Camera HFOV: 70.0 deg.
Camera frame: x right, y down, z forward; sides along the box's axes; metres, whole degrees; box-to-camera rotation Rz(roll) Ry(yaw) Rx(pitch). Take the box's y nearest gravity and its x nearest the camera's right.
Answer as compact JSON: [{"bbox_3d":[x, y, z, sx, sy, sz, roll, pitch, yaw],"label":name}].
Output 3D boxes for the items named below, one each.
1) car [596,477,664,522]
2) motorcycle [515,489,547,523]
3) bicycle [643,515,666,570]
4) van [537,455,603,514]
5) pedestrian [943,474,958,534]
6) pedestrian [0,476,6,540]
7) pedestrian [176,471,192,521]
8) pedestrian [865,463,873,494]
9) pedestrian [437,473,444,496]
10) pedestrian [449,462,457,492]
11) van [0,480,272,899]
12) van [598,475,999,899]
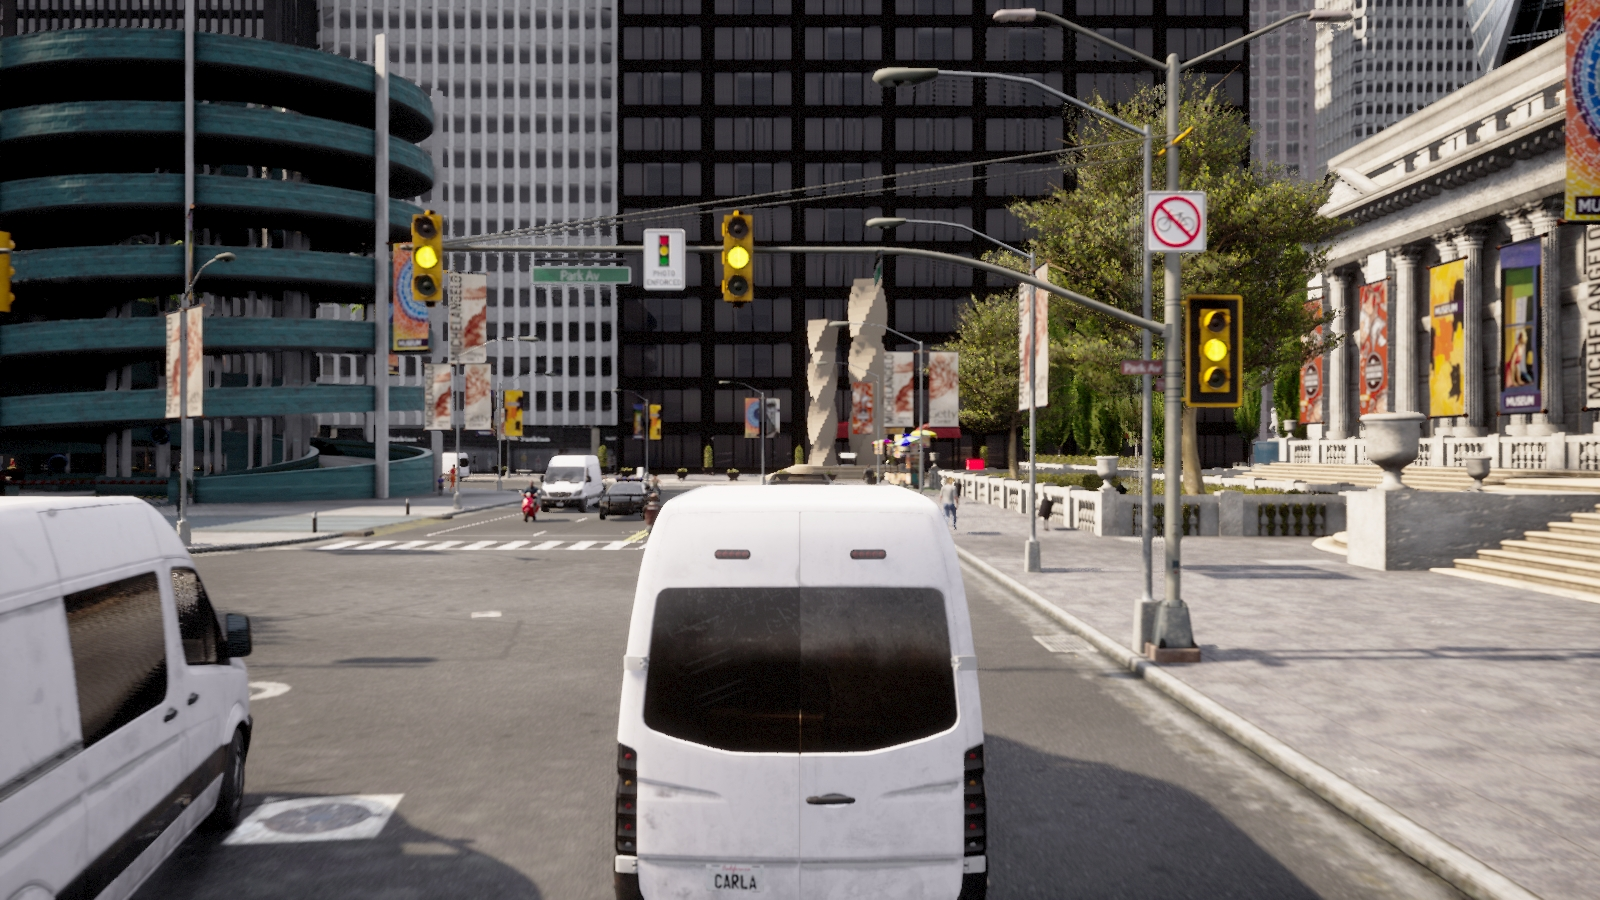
[{"bbox_3d":[-6.935,1.979,47.094,2.097,1.638,5.238,0,0,-1],"label":"car"},{"bbox_3d":[-10.516,2.179,44.726,0.856,1.236,1.805,0,0,0],"label":"motorcycle"},{"bbox_3d":[-3.512,2.208,27.626,0.329,1.171,1.835,0,0,0],"label":"bicycle"},{"bbox_3d":[-10.588,1.531,53.024,1.988,2.561,5.915,0,0,-1],"label":"van"},{"bbox_3d":[4.716,1.696,35.888,0.375,1.860,0.375,0,0,26],"label":"pedestrian"},{"bbox_3d":[-23.485,1.696,33.384,0.375,1.860,0.375,0,0,-12],"label":"pedestrian"},{"bbox_3d":[-22.807,1.693,42.334,0.375,1.860,0.375,0,0,5],"label":"pedestrian"},{"bbox_3d":[4.174,1.693,68.874,0.375,1.860,0.375,0,0,-20],"label":"pedestrian"},{"bbox_3d":[-20.493,1.972,65.172,0.375,1.300,0.375,0,0,-16],"label":"pedestrian"},{"bbox_3d":[-21.718,1.692,71.467,0.375,1.860,0.375,0,0,5],"label":"pedestrian"},{"bbox_3d":[-4.725,1.534,6.411,1.988,2.561,5.915,0,0,-13],"label":"van"},{"bbox_3d":[-0.007,1.534,8.631,1.988,2.561,5.915,0,0,0],"label":"van"}]
